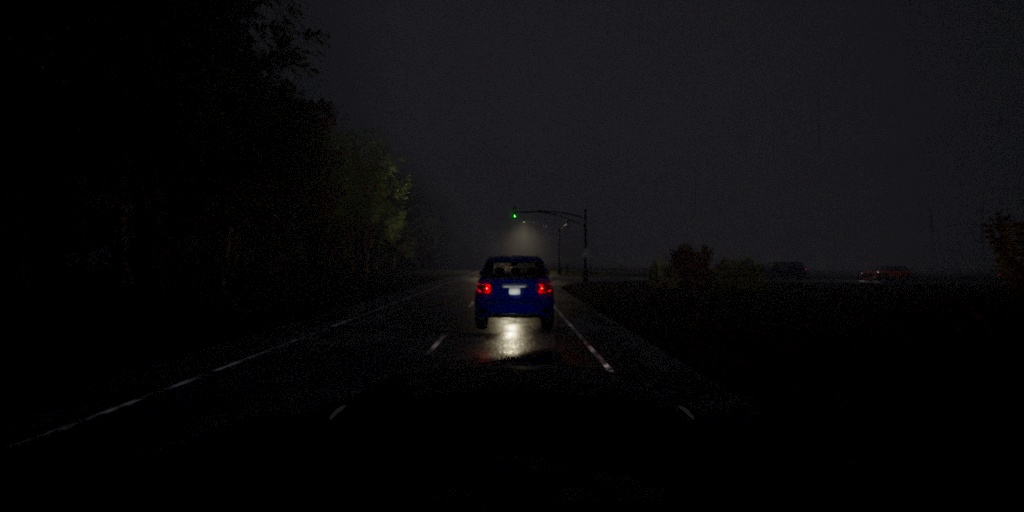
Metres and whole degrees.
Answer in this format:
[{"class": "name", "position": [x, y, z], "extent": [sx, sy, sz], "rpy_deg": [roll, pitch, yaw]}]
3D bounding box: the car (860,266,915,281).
[{"class": "car", "position": [41.694, 1.886, 39.908], "extent": [4.553, 1.767, 2.097], "rpy_deg": [1, -1, 0]}]

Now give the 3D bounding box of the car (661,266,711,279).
[{"class": "car", "position": [19.388, 1.839, 40.009], "extent": [5.357, 1.411, 2.033], "rpy_deg": [1, -1, 0]}]

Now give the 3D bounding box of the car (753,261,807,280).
[{"class": "car", "position": [29.633, 1.625, 39.978], "extent": [5.566, 2.045, 2.150], "rpy_deg": [1, -1, 0]}]

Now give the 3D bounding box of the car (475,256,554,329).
[{"class": "car", "position": [0.088, 1.040, 11.684], "extent": [2.150, 2.045, 5.566], "rpy_deg": [0, -1, 1]}]

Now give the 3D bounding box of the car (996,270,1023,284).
[{"class": "car", "position": [52.092, 2.125, 36.248], "extent": [4.181, 1.385, 1.994], "rpy_deg": [1, -1, 1]}]
